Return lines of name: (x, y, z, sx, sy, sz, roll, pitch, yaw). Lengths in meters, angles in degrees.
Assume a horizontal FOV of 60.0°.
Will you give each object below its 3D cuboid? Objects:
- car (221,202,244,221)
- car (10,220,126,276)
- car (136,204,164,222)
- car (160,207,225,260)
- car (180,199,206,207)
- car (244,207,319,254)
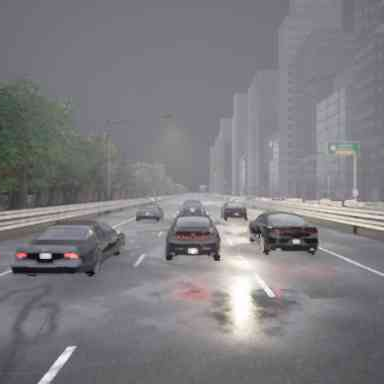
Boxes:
car: (3.562, 1.595, 28.779, 1.882, 1.535, 5.008, 0, 0, 0)
car: (-3.472, 1.586, 10.440, 2.033, 1.411, 5.357, 0, 0, 1)
car: (-3.446, 1.679, 27.909, 1.994, 1.385, 4.181, 0, 0, 1)
car: (0.050, 1.553, 12.631, 1.837, 1.490, 4.892, 0, 0, 0)
car: (0.053, 1.463, 27.521, 2.097, 1.767, 4.553, 0, 0, 1)
car: (3.559, 1.529, 13.740, 1.882, 1.535, 5.008, 0, 0, 1)
